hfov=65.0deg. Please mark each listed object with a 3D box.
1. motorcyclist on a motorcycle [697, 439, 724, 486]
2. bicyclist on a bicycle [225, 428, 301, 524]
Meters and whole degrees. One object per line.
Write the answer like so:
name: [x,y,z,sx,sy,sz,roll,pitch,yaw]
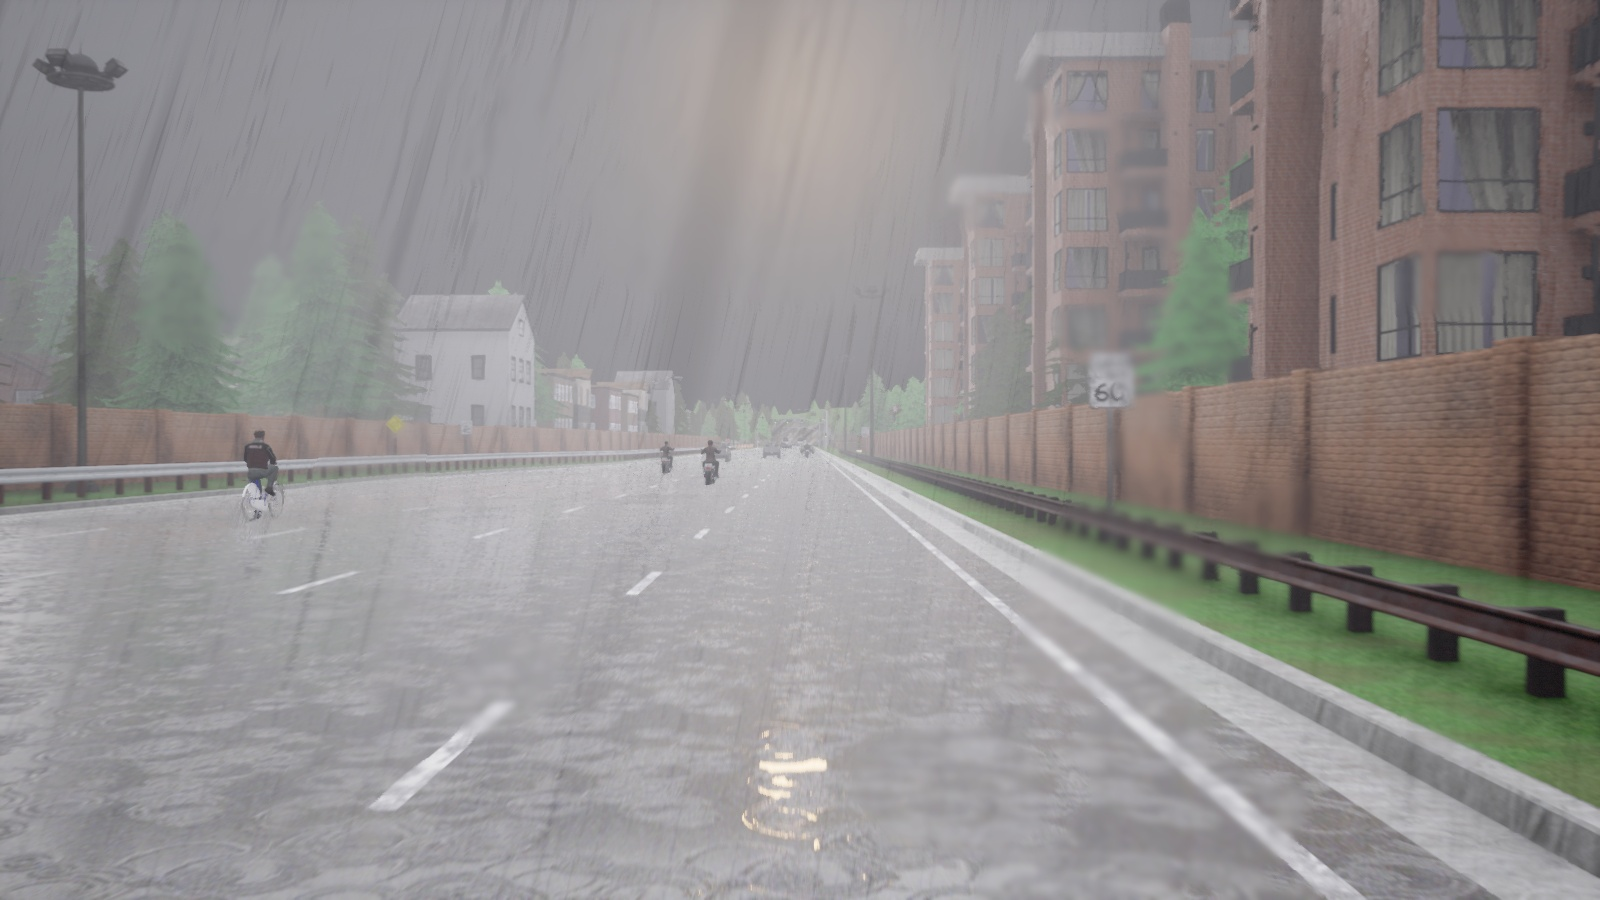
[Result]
motorcyclist on a motorcycle: [-3.227,0.439,45.460,0.766,1.649,2.350,0,0,0]
bicyclist on a bicycle: [-10.347,0.473,24.251,0.659,1.776,1.843,0,1,0]
